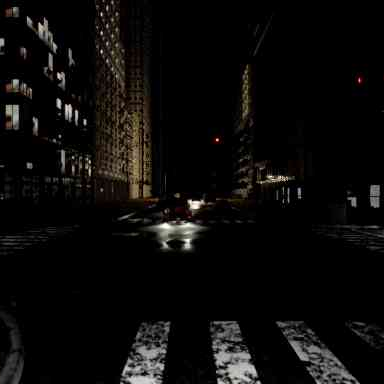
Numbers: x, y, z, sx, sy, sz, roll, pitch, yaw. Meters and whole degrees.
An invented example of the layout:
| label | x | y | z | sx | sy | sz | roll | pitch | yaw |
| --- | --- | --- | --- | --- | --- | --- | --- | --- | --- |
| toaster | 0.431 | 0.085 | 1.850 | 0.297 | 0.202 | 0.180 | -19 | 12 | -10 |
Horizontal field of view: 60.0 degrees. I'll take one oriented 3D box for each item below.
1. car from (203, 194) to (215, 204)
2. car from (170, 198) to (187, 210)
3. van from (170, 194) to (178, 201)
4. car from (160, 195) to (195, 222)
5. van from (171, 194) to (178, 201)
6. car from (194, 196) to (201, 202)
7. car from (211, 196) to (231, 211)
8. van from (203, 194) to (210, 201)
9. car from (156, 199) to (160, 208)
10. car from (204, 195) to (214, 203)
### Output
| label | x | y | z | sx | sy | sz | roll | pitch | yaw |
| --- | --- | --- | --- | --- | --- | --- | --- | --- | --- |
| car | 3.589 | 1.313 | 63.896 | 2.192 | 1.841 | 5.009 | 0 | 0 | 0 |
| car | -1.673 | 1.505 | 43.041 | 2.128 | 1.511 | 4.902 | 0 | 0 | 0 |
| van | -4.412 | 1.321 | 80.422 | 1.690 | 1.788 | 3.998 | 0 | 0 | 0 |
| car | -1.218 | 1.372 | 26.204 | 2.097 | 1.767 | 4.553 | 0 | 0 | -6 |
| van | -4.452 | 1.315 | 85.949 | 1.690 | 1.788 | 3.998 | 0 | 0 | 0 |
| car | 0.968 | 1.512 | 73.228 | 1.812 | 1.442 | 4.674 | 0 | 0 | 0 |
| car | 3.800 | 1.579 | 41.788 | 1.947 | 1.339 | 4.313 | 0 | 0 | 0 |
| van | 3.468 | 1.321 | 80.479 | 1.690 | 1.788 | 3.998 | 0 | 0 | 0 |
| car | -4.170 | 1.592 | 47.257 | 1.802 | 1.307 | 4.206 | 0 | 0 | 0 |
| car | 3.549 | 1.432 | 69.425 | 1.967 | 1.590 | 4.097 | 0 | 0 | 0 |
